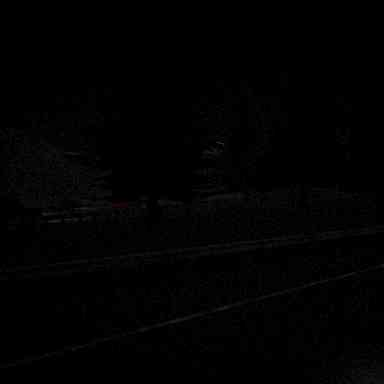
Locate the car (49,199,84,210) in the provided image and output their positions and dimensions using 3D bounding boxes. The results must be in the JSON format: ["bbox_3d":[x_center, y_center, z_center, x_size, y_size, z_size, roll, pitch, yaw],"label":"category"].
[{"bbox_3d":[-16.492,1.612,43.497,2.033,1.411,5.357,0,0,19],"label":"car"}]

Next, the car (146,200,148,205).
[{"bbox_3d":[-8.957,1.557,55.956,2.128,1.511,4.902,0,0,15],"label":"car"}]

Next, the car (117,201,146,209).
[{"bbox_3d":[-8.584,1.407,45.317,2.097,1.767,4.553,0,0,18],"label":"car"}]

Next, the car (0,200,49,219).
[{"bbox_3d":[-13.138,1.393,24.040,2.097,1.767,4.553,0,0,24],"label":"car"}]

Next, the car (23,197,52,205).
[{"bbox_3d":[-28.955,1.710,62.628,2.033,1.411,5.357,0,0,15],"label":"car"}]

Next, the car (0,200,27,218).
[{"bbox_3d":[-17.933,1.532,30.477,1.882,1.535,5.008,0,0,23],"label":"car"}]
